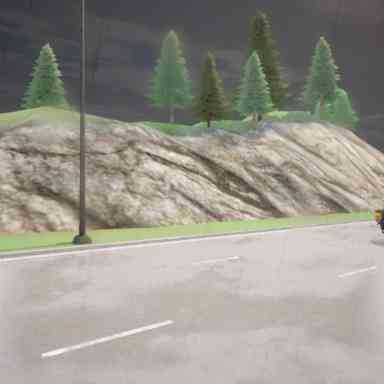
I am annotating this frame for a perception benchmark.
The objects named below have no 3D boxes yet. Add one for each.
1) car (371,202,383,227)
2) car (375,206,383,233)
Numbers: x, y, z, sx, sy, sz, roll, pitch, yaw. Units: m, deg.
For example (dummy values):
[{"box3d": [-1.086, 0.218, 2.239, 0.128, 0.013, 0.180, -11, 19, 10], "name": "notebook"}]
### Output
[{"box3d": [14.422, 1.477, 22.688, 5.008, 1.535, 1.882, 0, 0, -36], "name": "car"}, {"box3d": [11.346, 1.220, 16.174, 5.566, 2.045, 2.150, 0, 0, -36], "name": "car"}]
